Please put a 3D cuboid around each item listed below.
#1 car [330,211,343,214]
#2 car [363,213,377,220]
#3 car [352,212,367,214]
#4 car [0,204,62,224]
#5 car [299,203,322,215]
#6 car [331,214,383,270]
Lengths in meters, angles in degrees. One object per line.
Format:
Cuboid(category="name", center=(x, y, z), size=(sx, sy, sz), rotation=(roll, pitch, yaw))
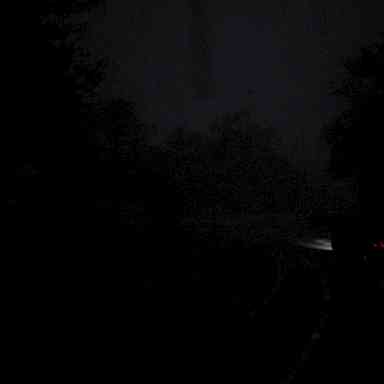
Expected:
Cuboid(category="car", center=(29.143, 4.459, 66.903), size=(1.994, 1.385, 4.181), rotation=(-1, -5, 38))
Cuboid(category="car", center=(40.068, 5.498, 74.995), size=(1.895, 1.301, 4.718), rotation=(-1, -6, 40))
Cuboid(category="car", center=(33.552, 4.650, 66.828), size=(2.033, 1.411, 5.357), rotation=(-1, -5, 38))
Cuboid(category="car", center=(-13.759, 1.828, 28.286), size=(5.008, 1.535, 1.882), rotation=(0, -1, -7))
Cuboid(category="car", center=(19.765, 2.810, 55.178), size=(2.150, 2.045, 5.566), rotation=(-1, -5, 39))
Cuboid(category="car", center=(6.344, 1.663, 11.378), size=(1.994, 1.385, 4.181), rotation=(0, -1, 5))
